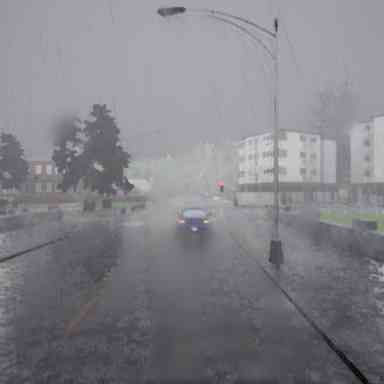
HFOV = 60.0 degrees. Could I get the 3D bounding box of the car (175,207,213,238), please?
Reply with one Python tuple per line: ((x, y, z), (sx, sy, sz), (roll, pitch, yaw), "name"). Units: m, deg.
((0.105, 1.509, 17.427), (1.812, 1.442, 4.674), (0, 0, 0), "car")
